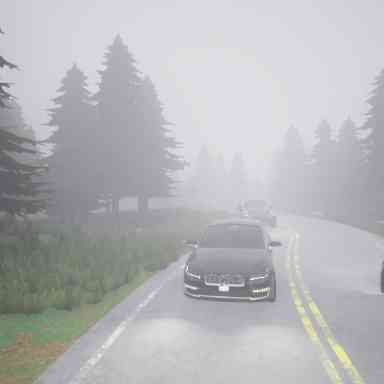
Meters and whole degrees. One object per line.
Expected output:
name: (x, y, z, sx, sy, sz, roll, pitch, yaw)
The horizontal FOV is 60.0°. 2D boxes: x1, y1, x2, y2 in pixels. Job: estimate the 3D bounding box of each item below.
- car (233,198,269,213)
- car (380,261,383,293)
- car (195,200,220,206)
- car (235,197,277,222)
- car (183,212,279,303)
car: (6.258, 1.409, 35.741, 1.837, 1.490, 4.892, 2, -1, -15)
car: (4.501, 1.308, 4.652, 2.097, 1.767, 4.553, -1, 0, 9)
car: (1.988, 1.798, 44.873, 1.812, 1.442, 4.674, 3, -5, -35)
car: (4.079, 1.261, 21.655, 2.097, 1.767, 4.553, -1, 0, 2)
car: (1.104, 1.496, 8.427, 1.837, 1.490, 4.892, -1, 0, 13)
